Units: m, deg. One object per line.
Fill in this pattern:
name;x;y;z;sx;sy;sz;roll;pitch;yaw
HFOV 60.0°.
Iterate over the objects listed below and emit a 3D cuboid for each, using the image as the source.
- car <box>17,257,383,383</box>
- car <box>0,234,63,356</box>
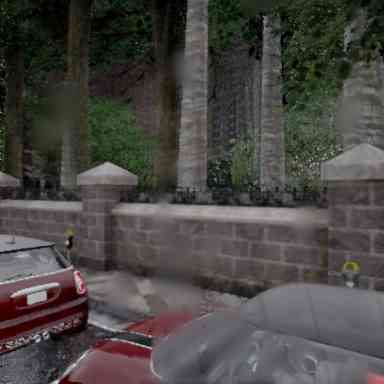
car;0.795;1.439;2.396;4.097;1.590;1.967;0;0;36
car;-3.647;1.429;5.566;4.097;1.590;1.967;0;0;36
